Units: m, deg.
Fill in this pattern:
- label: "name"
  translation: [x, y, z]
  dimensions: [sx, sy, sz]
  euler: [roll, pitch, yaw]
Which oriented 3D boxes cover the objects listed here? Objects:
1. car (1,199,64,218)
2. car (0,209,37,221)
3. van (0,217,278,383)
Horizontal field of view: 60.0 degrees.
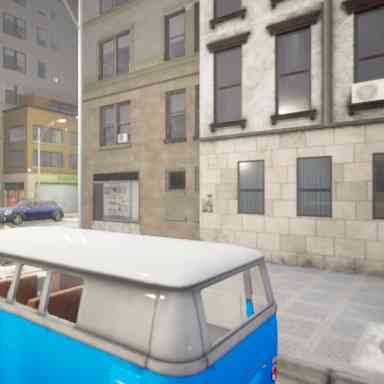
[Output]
- label: "car"
  translation: [-11.702, 1.329, 23.984]
  dimensions: [2.097, 1.767, 4.553]
  euler: [0, 0, 35]
- label: "car"
  translation: [-5.616, 1.330, 6.733]
  dimensions: [5.009, 1.841, 2.192]
  euler: [0, 0, 35]
- label: "van"
  translation: [-1.098, 1.346, 3.575]
  dimensions: [3.998, 1.788, 1.690]
  euler: [0, 0, 35]
